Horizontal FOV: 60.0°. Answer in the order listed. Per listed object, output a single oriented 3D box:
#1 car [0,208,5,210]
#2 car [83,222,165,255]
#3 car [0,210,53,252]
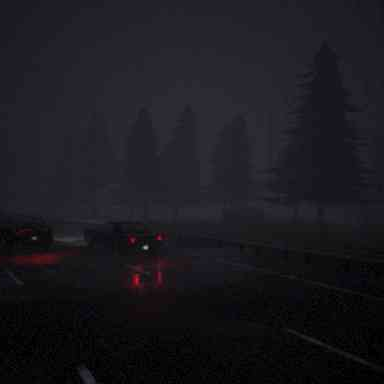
[{"bbox_3d":[-17.822,2.102,29.383,4.892,1.490,1.837,0,-3,38],"label":"car"},{"bbox_3d":[-3.351,2.032,15.529,1.895,1.301,4.718,3,-2,-40],"label":"car"},{"bbox_3d":[-8.333,1.832,15.951,1.882,1.535,5.008,3,-3,-42],"label":"car"}]
